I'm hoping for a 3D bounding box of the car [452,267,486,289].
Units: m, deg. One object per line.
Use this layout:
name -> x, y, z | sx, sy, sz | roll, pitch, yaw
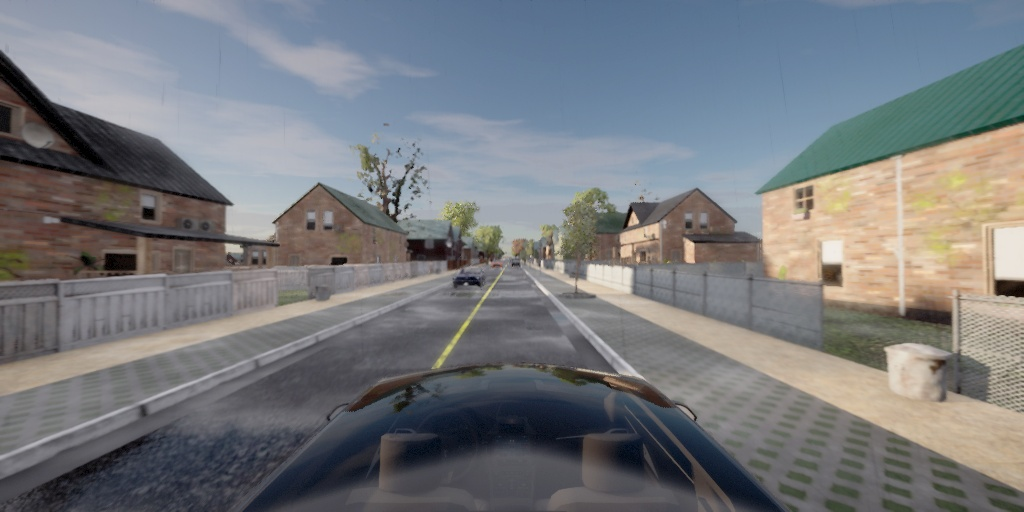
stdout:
car -> -2.851, 1.461, 24.537 | 1.895, 1.301, 4.718 | 0, 0, 0
